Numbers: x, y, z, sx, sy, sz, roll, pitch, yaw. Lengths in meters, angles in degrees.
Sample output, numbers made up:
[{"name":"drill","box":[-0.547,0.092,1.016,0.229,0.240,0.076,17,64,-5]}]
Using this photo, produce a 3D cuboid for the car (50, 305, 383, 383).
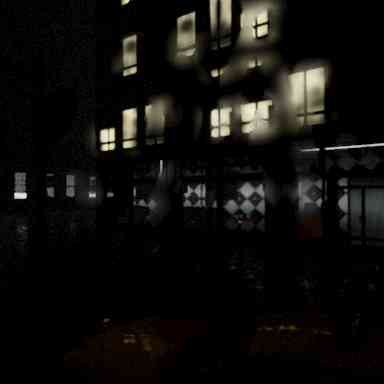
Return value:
[{"name":"car","box":[0.868,1.522,2.438,4.829,1.417,1.752,0,-1,36]}]
